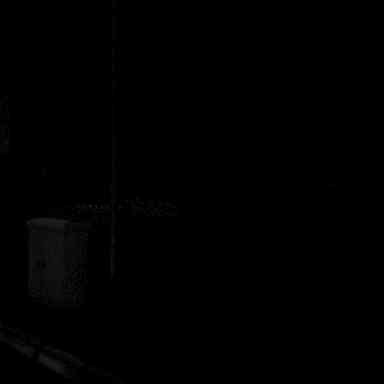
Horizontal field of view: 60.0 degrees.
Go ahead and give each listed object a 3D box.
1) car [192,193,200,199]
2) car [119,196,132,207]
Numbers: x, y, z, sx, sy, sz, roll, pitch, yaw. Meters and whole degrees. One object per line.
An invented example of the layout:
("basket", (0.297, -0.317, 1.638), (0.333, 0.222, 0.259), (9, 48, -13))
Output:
("car", (-0.158, 0.834, 58.523), (1.882, 1.535, 5.008), (1, 0, 33))
("car", (-9.014, 1.213, 44.781), (1.994, 1.385, 4.181), (1, 0, 33))
